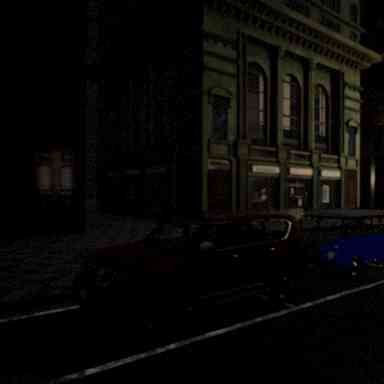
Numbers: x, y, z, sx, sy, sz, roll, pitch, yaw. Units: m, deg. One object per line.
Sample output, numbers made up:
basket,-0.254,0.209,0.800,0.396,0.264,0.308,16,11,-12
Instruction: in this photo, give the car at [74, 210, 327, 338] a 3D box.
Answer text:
car,0.284,1.354,6.858,5.009,1.841,2.192,1,-1,-36

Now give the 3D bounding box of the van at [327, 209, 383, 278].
van,4.869,1.434,10.135,3.998,1.788,1.690,1,-1,-36
